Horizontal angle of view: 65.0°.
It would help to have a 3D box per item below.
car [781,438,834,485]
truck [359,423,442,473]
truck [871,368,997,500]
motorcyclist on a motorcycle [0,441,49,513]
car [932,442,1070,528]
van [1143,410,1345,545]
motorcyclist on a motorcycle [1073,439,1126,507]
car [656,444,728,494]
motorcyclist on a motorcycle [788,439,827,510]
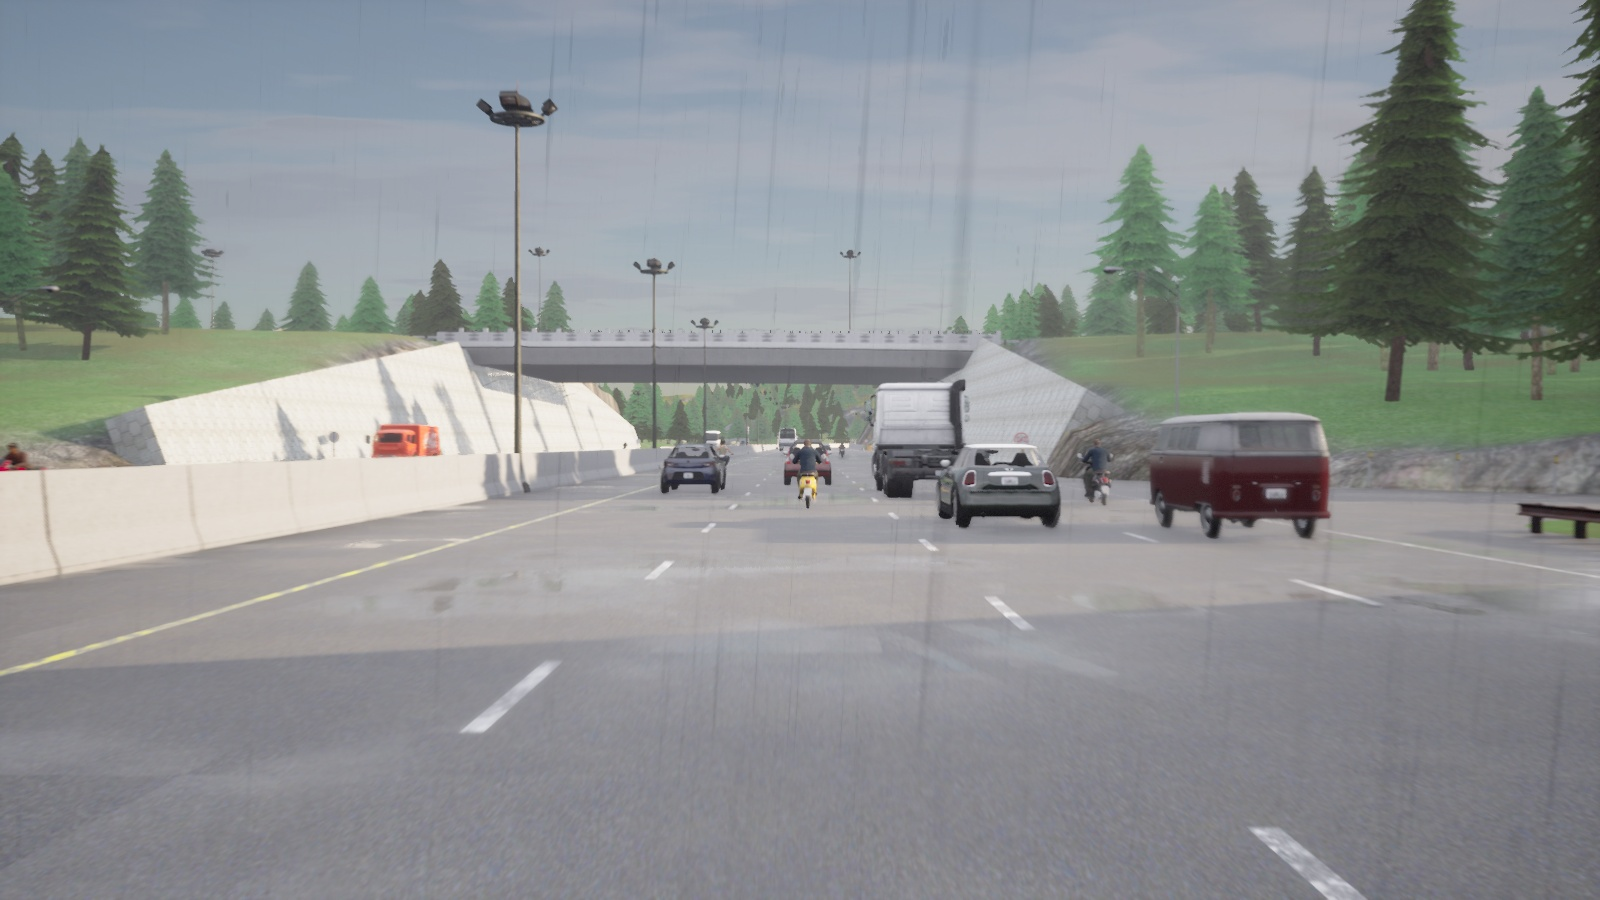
[{"bbox_3d":[0.277,0.389,46.024,1.851,1.617,3.988,0,0,0],"label":"car"},{"bbox_3d":[-20.615,-0.114,65.025,2.627,2.467,5.204,0,0,0],"label":"truck"},{"bbox_3d":[3.725,-0.437,36.779,2.891,3.462,7.936,0,0,0],"label":"truck"},{"bbox_3d":[-17.330,0.563,27.296,0.797,1.523,2.044,0,0,0],"label":"motorcyclist on a motorcycle"},{"bbox_3d":[3.649,0.585,23.447,1.970,1.475,3.806,0,0,0],"label":"car"},{"bbox_3d":[7.133,0.390,20.681,1.775,1.987,4.442,0,0,0],"label":"van"},{"bbox_3d":[7.187,0.538,30.223,0.866,1.590,1.817,0,0,0],"label":"motorcyclist on a motorcycle"},{"bbox_3d":[-3.265,0.542,38.709,1.816,1.474,4.193,0,0,0],"label":"car"},{"bbox_3d":[0.181,0.539,29.072,0.866,1.590,1.817,0,0,0],"label":"motorcyclist on a motorcycle"}]
